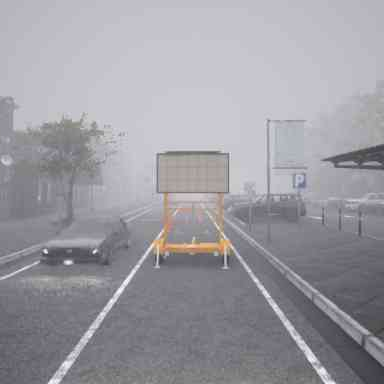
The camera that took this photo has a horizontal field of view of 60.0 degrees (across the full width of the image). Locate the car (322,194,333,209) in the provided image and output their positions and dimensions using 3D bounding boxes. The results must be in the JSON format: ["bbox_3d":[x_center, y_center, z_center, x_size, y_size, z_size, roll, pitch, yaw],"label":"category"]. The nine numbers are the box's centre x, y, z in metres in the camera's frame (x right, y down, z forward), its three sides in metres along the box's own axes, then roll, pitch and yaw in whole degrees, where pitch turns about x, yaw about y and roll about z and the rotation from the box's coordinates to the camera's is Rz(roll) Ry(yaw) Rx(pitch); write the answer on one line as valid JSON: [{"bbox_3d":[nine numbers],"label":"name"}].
[{"bbox_3d":[18.755,1.329,39.676,5.008,1.535,2.097,0,0,0],"label":"car"}]

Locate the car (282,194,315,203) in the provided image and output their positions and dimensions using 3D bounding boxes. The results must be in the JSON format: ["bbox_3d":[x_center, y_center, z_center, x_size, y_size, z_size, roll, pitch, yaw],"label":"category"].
[{"bbox_3d":[18.903,1.135,59.110,5.366,1.575,1.946,0,1,0],"label":"car"}]

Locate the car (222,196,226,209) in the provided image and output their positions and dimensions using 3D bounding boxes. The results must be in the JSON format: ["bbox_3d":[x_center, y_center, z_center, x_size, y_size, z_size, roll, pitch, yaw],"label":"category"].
[{"bbox_3d":[5.523,1.384,27.700,5.366,1.575,1.946,0,0,0],"label":"car"}]

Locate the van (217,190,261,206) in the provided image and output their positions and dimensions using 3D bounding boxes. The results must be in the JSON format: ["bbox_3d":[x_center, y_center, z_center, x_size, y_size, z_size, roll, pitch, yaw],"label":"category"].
[{"bbox_3d":[5.566,1.107,38.916,4.442,1.987,1.878,0,0,0],"label":"van"}]

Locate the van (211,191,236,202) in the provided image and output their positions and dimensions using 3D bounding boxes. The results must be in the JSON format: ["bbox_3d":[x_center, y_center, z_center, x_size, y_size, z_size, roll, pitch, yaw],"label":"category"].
[{"bbox_3d":[5.749,0.883,61.345,4.442,1.987,1.878,0,1,0],"label":"van"}]

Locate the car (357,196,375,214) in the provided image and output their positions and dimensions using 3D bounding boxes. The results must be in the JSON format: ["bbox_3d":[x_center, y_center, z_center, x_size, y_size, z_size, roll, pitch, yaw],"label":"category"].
[{"bbox_3d":[18.785,1.370,31.348,5.008,1.535,2.097,0,0,0],"label":"car"}]

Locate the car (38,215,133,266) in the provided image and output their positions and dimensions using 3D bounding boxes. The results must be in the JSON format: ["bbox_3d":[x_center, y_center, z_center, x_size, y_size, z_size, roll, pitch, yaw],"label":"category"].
[{"bbox_3d":[-3.359,1.525,11.710,2.033,1.411,5.357,0,0,0],"label":"car"}]

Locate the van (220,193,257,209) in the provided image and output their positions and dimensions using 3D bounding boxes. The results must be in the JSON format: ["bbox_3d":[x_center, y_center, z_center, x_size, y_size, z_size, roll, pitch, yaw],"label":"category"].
[{"bbox_3d":[5.793,1.089,41.718,4.442,1.987,1.878,0,0,0],"label":"van"}]

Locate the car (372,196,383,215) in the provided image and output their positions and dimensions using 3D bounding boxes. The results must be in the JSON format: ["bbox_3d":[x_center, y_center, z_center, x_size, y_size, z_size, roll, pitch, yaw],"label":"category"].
[{"bbox_3d":[18.791,1.383,28.572,5.008,1.535,2.097,0,0,0],"label":"car"}]

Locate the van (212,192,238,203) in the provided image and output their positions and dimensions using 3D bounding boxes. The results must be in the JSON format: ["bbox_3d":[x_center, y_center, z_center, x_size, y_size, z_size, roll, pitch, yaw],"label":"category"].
[{"bbox_3d":[5.755,0.919,58.542,4.442,1.987,1.878,0,1,0],"label":"van"}]

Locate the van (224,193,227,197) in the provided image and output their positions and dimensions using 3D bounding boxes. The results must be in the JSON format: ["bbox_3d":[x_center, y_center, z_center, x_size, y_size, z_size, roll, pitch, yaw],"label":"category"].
[{"bbox_3d":[5.812,1.135,33.306,4.442,1.987,1.878,0,0,0],"label":"van"}]

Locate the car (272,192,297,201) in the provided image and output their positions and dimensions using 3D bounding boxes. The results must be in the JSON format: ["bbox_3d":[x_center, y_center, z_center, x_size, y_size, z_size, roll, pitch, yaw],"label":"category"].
[{"bbox_3d":[18.729,0.908,67.436,4.553,1.767,2.185,0,1,0],"label":"car"}]

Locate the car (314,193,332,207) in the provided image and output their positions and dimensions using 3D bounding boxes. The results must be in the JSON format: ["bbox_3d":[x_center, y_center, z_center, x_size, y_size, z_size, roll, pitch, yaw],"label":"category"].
[{"bbox_3d":[18.939,1.308,42.453,5.366,1.575,1.946,0,0,0],"label":"car"}]

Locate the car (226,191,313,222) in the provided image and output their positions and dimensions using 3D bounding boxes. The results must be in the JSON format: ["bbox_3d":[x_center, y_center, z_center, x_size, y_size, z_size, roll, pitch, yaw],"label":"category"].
[{"bbox_3d":[5.686,1.149,24.895,5.566,2.045,2.435,0,0,0],"label":"car"}]

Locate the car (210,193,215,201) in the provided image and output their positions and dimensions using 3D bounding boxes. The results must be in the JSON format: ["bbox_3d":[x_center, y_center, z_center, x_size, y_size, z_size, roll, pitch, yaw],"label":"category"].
[{"bbox_3d":[5.664,1.244,50.133,4.892,1.521,2.231,0,1,0],"label":"car"}]

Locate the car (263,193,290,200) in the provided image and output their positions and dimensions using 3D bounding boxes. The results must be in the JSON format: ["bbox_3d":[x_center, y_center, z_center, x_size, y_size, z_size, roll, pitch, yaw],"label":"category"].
[{"bbox_3d":[18.501,0.961,72.987,5.366,1.575,1.946,0,1,0],"label":"car"}]

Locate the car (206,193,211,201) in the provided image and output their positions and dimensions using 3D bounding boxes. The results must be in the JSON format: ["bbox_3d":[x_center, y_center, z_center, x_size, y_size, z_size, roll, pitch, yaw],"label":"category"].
[{"bbox_3d":[5.617,0.928,55.738,5.566,2.045,2.435,0,1,0],"label":"car"}]

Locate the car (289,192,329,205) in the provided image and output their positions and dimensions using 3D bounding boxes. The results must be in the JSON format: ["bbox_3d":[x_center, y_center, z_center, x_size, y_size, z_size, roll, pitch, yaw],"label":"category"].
[{"bbox_3d":[18.758,0.956,53.556,5.566,2.045,2.435,0,1,0],"label":"car"}]

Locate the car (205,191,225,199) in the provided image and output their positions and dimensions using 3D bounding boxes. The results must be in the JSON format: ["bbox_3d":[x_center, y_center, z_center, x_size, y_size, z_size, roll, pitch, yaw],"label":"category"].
[{"bbox_3d":[5.557,0.737,80.968,4.553,1.767,2.185,0,1,0],"label":"car"}]

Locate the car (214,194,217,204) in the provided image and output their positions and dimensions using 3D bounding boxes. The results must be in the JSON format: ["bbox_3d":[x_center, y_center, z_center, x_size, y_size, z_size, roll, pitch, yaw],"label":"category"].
[{"bbox_3d":[5.699,1.326,44.522,4.792,1.488,2.163,0,0,0],"label":"car"}]

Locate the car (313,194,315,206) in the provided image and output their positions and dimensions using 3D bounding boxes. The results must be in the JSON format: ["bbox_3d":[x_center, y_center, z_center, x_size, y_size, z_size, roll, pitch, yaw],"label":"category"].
[{"bbox_3d":[18.719,1.322,45.225,4.792,1.488,2.163,0,1,0],"label":"car"}]

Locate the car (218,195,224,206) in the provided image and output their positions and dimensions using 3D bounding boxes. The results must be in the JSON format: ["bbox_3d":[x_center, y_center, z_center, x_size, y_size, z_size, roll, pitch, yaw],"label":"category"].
[{"bbox_3d":[5.684,1.347,36.110,5.008,1.535,2.097,0,0,0],"label":"car"}]

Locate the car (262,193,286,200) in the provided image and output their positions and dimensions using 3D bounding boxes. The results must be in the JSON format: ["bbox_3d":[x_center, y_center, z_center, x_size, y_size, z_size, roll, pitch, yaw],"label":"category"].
[{"bbox_3d":[18.685,0.930,75.764,4.892,1.521,2.231,0,1,0],"label":"car"}]

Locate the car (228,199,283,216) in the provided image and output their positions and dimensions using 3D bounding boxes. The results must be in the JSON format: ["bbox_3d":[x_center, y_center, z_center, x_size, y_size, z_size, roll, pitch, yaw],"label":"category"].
[{"bbox_3d":[5.704,1.414,30.504,4.674,1.452,2.002,0,0,0],"label":"car"}]

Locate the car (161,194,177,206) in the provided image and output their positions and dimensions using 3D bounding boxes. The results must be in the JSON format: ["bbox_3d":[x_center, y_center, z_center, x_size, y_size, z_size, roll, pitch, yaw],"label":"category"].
[{"bbox_3d":[-3.292,1.100,48.213,2.097,1.767,4.553,0,0,0],"label":"car"}]

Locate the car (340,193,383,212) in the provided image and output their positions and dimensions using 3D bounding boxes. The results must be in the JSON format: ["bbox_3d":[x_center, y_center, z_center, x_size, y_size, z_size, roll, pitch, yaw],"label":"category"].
[{"bbox_3d":[18.744,1.106,34.122,5.566,2.045,2.435,0,0,0],"label":"car"}]

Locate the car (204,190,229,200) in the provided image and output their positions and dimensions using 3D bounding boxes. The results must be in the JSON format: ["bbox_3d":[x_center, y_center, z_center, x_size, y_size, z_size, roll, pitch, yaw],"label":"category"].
[{"bbox_3d":[5.572,0.682,75.360,5.566,2.045,2.435,0,1,0],"label":"car"}]

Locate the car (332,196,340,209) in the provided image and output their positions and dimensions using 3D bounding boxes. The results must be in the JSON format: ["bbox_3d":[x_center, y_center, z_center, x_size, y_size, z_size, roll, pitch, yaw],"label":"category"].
[{"bbox_3d":[18.761,1.345,36.898,4.892,1.521,2.231,0,0,0],"label":"car"}]

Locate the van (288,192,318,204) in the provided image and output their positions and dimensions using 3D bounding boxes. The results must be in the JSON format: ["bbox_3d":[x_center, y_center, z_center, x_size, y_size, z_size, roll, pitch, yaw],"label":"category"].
[{"bbox_3d":[18.840,0.947,56.333,4.442,1.987,1.878,0,1,0],"label":"van"}]

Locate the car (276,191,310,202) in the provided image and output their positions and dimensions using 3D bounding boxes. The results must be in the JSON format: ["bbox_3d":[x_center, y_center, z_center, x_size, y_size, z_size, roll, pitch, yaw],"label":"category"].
[{"bbox_3d":[18.740,0.852,61.882,5.566,2.045,2.435,0,1,0],"label":"car"}]

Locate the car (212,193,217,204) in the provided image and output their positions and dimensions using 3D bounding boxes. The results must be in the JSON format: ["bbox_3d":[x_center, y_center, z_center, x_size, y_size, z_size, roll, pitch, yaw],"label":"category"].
[{"bbox_3d":[5.661,1.312,47.330,4.674,1.452,2.002,0,1,0],"label":"car"}]

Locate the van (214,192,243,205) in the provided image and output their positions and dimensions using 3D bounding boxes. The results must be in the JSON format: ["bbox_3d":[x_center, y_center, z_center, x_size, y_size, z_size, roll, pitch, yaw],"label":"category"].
[{"bbox_3d":[5.768,0.989,52.938,4.442,1.987,1.878,0,1,0],"label":"van"}]

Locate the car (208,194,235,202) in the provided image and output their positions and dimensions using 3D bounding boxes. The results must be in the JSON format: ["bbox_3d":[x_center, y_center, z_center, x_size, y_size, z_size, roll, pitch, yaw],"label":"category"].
[{"bbox_3d":[5.620,1.075,64.151,4.892,1.521,2.231,0,1,0],"label":"car"}]

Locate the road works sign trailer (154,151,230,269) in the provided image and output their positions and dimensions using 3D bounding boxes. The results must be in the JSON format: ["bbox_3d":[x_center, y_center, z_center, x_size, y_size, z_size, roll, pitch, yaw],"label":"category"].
[{"bbox_3d":[0.038,0.444,11.125,2.380,3.560,2.880,0,0,2],"label":"road works sign trailer"}]

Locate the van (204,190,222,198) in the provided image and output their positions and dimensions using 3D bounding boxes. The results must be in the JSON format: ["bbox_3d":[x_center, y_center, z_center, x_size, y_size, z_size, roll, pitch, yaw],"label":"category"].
[{"bbox_3d":[5.459,0.566,86.572,4.442,1.987,1.878,0,1,0],"label":"van"}]

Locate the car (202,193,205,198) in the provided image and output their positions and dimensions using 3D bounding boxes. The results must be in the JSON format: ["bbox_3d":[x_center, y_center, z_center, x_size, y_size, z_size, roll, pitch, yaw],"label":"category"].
[{"bbox_3d":[5.578,0.717,72.557,5.566,2.045,2.435,0,1,0],"label":"car"}]
